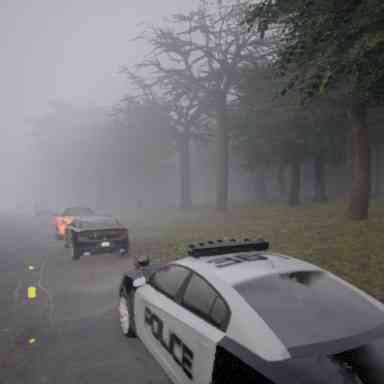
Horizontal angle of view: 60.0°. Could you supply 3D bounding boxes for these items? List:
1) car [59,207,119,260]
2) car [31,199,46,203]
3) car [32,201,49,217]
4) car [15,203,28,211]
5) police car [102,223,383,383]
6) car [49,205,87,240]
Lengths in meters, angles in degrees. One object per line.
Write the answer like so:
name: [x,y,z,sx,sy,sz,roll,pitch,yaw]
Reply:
car: [-3.939,1.595,13.172,1.882,1.535,5.008,-1,0,-26]
car: [-23.995,2.062,52.371,2.150,2.045,5.566,-1,-1,-26]
car: [-16.957,2.099,38.039,2.033,1.411,5.357,-1,-1,-25]
car: [-31.654,2.726,61.800,1.994,1.385,4.181,-1,-1,-26]
police car: [0.401,1.431,4.282,1.930,1.638,5.238,-1,0,-26]
car: [-6.562,1.551,18.539,2.097,1.767,4.553,-1,-1,-26]
